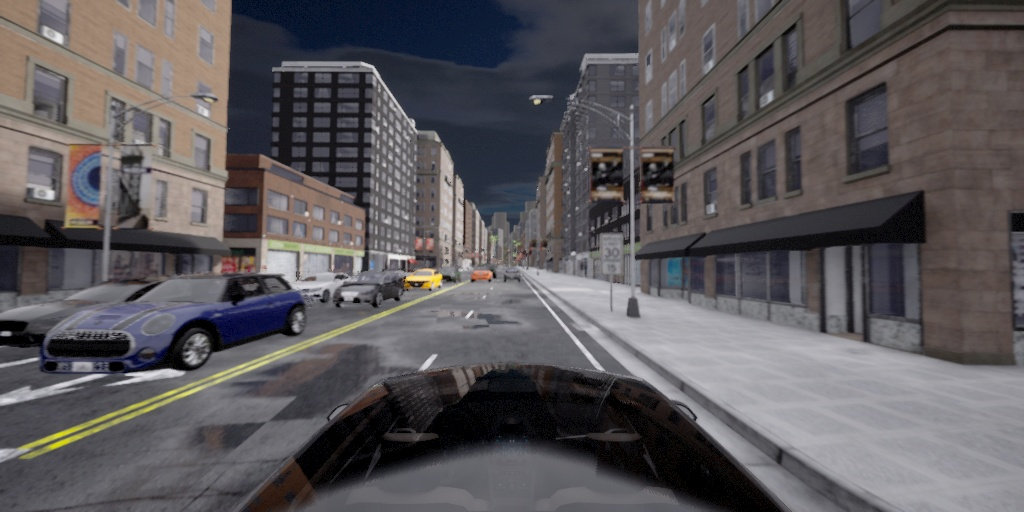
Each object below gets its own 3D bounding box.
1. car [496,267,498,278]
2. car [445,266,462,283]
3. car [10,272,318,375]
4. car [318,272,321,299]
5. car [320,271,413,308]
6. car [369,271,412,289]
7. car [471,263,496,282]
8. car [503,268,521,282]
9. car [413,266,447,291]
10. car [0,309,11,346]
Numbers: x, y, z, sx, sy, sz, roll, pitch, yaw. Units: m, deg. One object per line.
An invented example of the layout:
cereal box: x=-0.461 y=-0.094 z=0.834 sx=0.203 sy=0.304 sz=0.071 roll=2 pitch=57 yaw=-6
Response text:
car: x=-3.229 y=2.022 z=49.725 sx=2.150 sy=2.045 sz=5.566 roll=0 pitch=-1 yaw=0
car: x=-6.485 y=1.839 z=36.902 sx=2.097 sy=1.767 sz=4.553 roll=0 pitch=-1 yaw=0
car: x=-6.580 y=1.160 z=7.761 sx=2.097 sy=1.767 sz=4.553 roll=0 pitch=-1 yaw=0
car: x=-9.781 y=1.569 z=18.838 sx=1.812 sy=1.442 sz=4.674 roll=0 pitch=-1 yaw=1
car: x=-6.546 y=1.513 z=16.895 sx=2.128 sy=1.511 sz=4.902 roll=0 pitch=-1 yaw=1
car: x=-9.739 y=1.885 z=29.134 sx=1.895 sy=1.301 sz=4.718 roll=0 pitch=-1 yaw=0
car: x=-3.235 y=1.911 z=39.051 sx=2.097 sy=1.767 sz=4.553 roll=0 pitch=-1 yaw=0
car: x=0.014 y=2.092 z=39.802 sx=2.128 sy=1.511 sz=4.902 roll=0 pitch=-1 yaw=0
car: x=-6.488 y=1.732 z=26.868 sx=1.882 sy=1.535 sz=5.008 roll=0 pitch=-1 yaw=0
car: x=-9.794 y=1.329 z=9.448 sx=1.837 sy=1.490 sz=4.892 roll=0 pitch=-1 yaw=3
